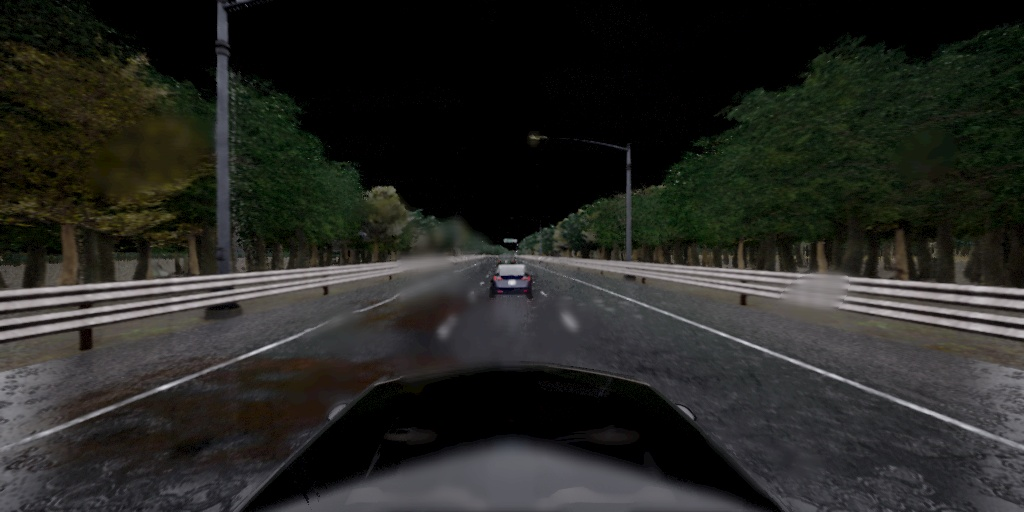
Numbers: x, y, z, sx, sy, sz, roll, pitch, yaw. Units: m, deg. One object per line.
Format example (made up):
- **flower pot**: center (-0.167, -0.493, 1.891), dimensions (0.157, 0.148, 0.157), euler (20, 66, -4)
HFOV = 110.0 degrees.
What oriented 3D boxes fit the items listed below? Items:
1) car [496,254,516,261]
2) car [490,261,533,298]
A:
- **car**: center (-0.689, 0.736, 42.696), dimensions (2.150, 2.045, 5.566), euler (0, 1, -2)
- **car**: center (-0.033, 1.160, 17.743), dimensions (2.163, 1.488, 4.792), euler (0, 0, -1)
